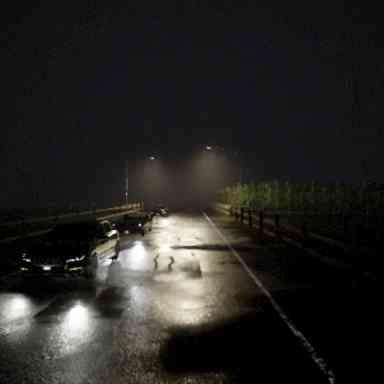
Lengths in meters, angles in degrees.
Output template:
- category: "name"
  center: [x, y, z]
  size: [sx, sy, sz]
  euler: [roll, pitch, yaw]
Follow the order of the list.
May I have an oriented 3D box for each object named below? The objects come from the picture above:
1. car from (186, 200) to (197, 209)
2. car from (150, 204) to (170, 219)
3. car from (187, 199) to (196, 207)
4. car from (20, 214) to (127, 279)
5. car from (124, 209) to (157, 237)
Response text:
- category: "car"
  center: [-0.064, 2.613, 66.140]
  size: [1.837, 1.490, 4.892]
  euler: [0, -1, 0]
- category: "car"
  center: [-3.536, 2.166, 36.961]
  size: [1.837, 1.490, 4.892]
  euler: [0, -1, 0]
- category: "car"
  center: [-0.073, 2.550, 76.149]
  size: [2.097, 1.767, 4.553]
  euler: [0, -1, 0]
- category: "car"
  center: [-3.599, 1.679, 10.690]
  size: [1.837, 1.490, 4.892]
  euler: [0, -1, 0]
- category: "car"
  center: [-3.573, 1.934, 20.556]
  size: [1.895, 1.301, 4.718]
  euler: [0, -1, 0]
